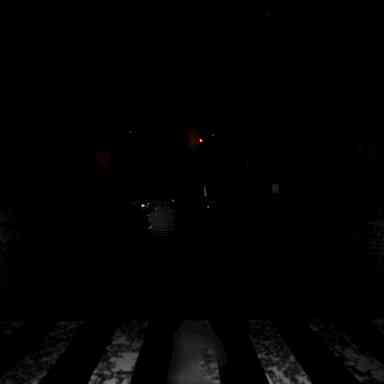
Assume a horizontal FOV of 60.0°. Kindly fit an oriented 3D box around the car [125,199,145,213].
[{"bbox_3d":[-6.131,1.545,36.297,2.008,1.369,4.403,0,0,-1],"label":"car"}]

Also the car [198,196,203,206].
[{"bbox_3d":[2.242,1.540,47.300,1.887,1.381,4.507,0,0,-1],"label":"car"}]

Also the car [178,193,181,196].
[{"bbox_3d":[-3.797,1.491,63.274,2.128,1.511,4.902,0,0,0],"label":"car"}]

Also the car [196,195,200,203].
[{"bbox_3d":[2.167,1.547,52.744,2.008,1.369,4.403,0,0,-1],"label":"car"}]

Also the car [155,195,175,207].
[{"bbox_3d":[-3.563,1.472,43.513,1.882,1.535,5.008,0,0,-1],"label":"car"}]

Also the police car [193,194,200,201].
[{"bbox_3d":[1.246,1.437,90.590,1.930,1.638,5.238,0,0,-1],"label":"police car"}]

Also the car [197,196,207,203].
[{"bbox_3d":[1.953,1.526,68.074,1.752,1.417,4.829,0,0,-1],"label":"car"}]

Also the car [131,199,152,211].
[{"bbox_3d":[-6.200,1.545,41.289,2.008,1.369,4.403,0,0,-1],"label":"car"}]

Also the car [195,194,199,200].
[{"bbox_3d":[2.029,1.549,62.615,2.008,1.369,4.403,0,0,-1],"label":"car"}]

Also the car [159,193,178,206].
[{"bbox_3d":[-3.684,1.348,52.664,2.097,1.767,4.553,0,0,-1],"label":"car"}]

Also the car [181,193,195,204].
[{"bbox_3d":[-0.662,1.491,64.866,2.128,1.511,4.902,0,0,-1],"label":"car"}]

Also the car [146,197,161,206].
[{"bbox_3d":[-6.403,1.563,55.859,1.947,1.339,4.313,0,0,-1],"label":"car"}]

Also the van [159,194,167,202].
[{"bbox_3d":[-6.704,1.346,77.511,1.690,1.788,3.998,0,0,-1],"label":"van"}]

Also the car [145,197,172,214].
[{"bbox_3d":[-3.449,1.559,34.700,1.994,1.385,4.181,0,0,-2],"label":"car"}]

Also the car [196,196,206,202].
[{"bbox_3d":[1.882,1.568,73.193,1.947,1.339,4.313,0,0,-1],"label":"car"}]

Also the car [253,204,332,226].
[{"bbox_3d":[6.391,1.459,21.667,4.718,1.301,1.895,-2,0,9],"label":"car"}]

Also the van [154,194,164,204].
[{"bbox_3d":[-6.554,1.341,66.685,1.690,1.788,3.998,0,0,-1],"label":"van"}]

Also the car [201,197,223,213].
[{"bbox_3d":[2.393,1.545,36.412,2.008,1.369,4.403,0,0,-1],"label":"car"}]
